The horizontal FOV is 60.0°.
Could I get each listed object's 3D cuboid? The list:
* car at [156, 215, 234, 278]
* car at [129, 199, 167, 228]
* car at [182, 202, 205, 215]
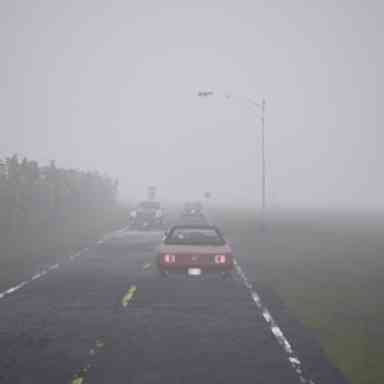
[{"bbox_3d":[0.082,1.617,10.156,1.895,1.301,4.718,0,0,0],"label":"car"},{"bbox_3d":[-2.835,1.368,22.404,2.097,1.767,4.553,0,0,0],"label":"car"},{"bbox_3d":[0.102,1.583,28.665,2.033,1.411,5.357,0,0,0],"label":"car"}]
